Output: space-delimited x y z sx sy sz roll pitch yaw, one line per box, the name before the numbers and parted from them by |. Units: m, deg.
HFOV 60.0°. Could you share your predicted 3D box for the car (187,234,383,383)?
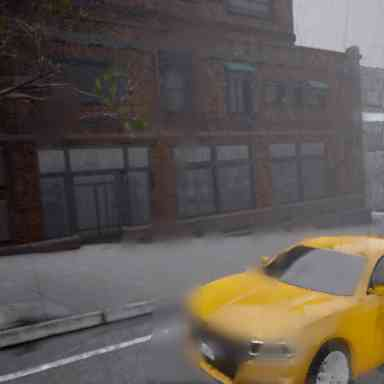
car | 2.268 1.449 4.979 5.008 1.535 1.882 0 0 -33
